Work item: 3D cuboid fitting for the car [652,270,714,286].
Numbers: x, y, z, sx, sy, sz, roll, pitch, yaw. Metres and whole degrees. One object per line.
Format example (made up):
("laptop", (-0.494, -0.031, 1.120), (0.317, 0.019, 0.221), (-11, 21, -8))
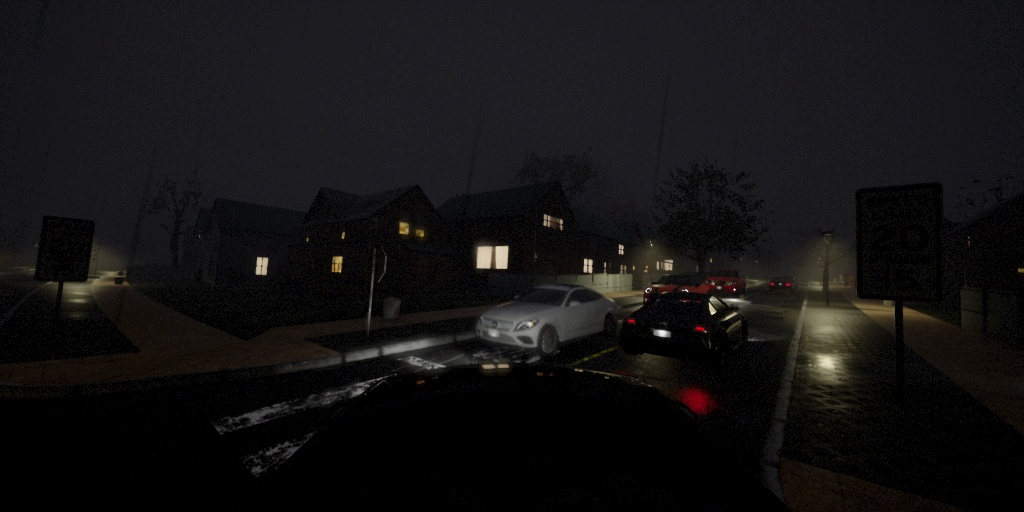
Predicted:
("car", (8.184, 1.675, 17.709), (2.097, 1.767, 4.553), (0, -2, 40))

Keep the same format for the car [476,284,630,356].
("car", (1.164, 1.476, 9.425), (1.812, 1.442, 4.674), (0, -2, 42))

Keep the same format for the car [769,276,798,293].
("car", (25.739, 2.673, 34.148), (2.033, 1.411, 5.357), (0, -2, 40))

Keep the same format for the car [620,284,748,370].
("car", (4.209, 1.545, 8.515), (1.994, 1.385, 4.181), (0, -2, 40))

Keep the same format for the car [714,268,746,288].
("car", (16.466, 1.986, 27.592), (2.150, 2.045, 5.566), (0, -2, 40))
